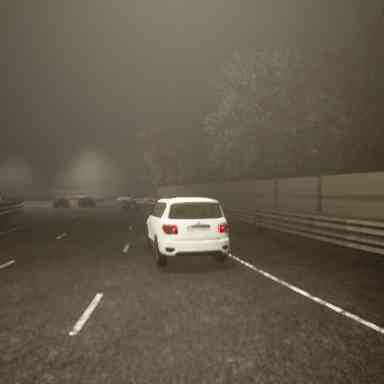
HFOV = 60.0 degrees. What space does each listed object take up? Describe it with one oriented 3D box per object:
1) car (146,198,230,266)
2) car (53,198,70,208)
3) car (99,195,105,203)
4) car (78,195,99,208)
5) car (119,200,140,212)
[{"bbox_3d":[-0.358,1.217,11.903,2.150,2.045,5.566,0,0,-12],"label":"car"},{"bbox_3d":[-19.027,1.547,48.374,1.882,1.535,5.008,0,0,-28],"label":"car"},{"bbox_3d":[-19.417,1.419,69.486,2.097,1.767,4.553,0,0,-10],"label":"car"},{"bbox_3d":[-15.730,1.532,49.621,1.882,1.535,5.008,0,0,-28],"label":"car"},{"bbox_3d":[-7.448,1.584,39.367,1.994,1.385,4.181,0,0,-20],"label":"car"}]
